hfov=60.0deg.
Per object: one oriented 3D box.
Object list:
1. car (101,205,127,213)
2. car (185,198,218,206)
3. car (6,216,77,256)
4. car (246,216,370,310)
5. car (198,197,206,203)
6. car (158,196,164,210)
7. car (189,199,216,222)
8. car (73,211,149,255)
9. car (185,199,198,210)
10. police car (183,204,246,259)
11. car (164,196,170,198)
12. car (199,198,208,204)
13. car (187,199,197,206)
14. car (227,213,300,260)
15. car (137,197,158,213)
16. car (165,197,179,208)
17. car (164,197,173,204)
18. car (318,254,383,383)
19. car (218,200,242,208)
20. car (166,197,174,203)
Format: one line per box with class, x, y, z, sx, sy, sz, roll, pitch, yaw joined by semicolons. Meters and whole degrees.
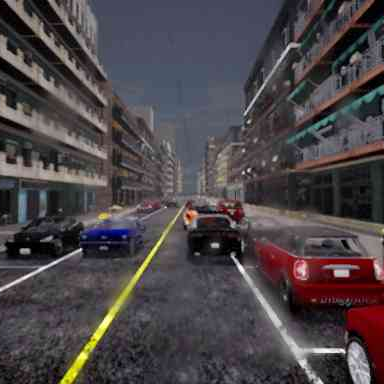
car;-5.711;1.696;24.647;1.752;1.417;4.829;0;0;0
car;0.595;1.515;23.081;2.097;1.767;4.553;0;0;4
car;-5.702;1.661;13.543;1.947;1.339;4.313;0;0;0
car;2.685;1.496;7.913;1.967;1.590;4.097;0;0;0
car;2.612;2.123;86.820;1.887;1.381;4.507;0;0;0
car;-5.731;1.637;47.364;2.192;1.841;5.009;0;0;0
car;0.829;1.553;29.020;2.097;1.767;4.553;0;0;0
car;-3.114;1.699;13.969;1.895;1.301;4.718;0;0;0
car;-0.040;1.811;49.185;1.882;1.535;5.008;0;0;0
police car;0.750;1.516;13.160;1.930;1.638;5.238;0;0;0
car;-5.757;1.821;75.546;2.192;1.841;5.009;0;0;0
car;2.622;2.032;75.718;1.752;1.417;4.829;0;0;0
car;-0.059;2.030;63.623;1.895;1.301;4.718;0;0;0
car;2.680;1.646;13.548;2.008;1.369;4.403;0;0;0
car;-5.727;1.724;41.727;1.967;1.590;4.097;0;0;0
car;-3.113;1.937;55.186;1.994;1.385;4.181;0;0;0
car;-5.763;1.982;81.180;1.967;1.590;4.097;0;0;0
car;2.690;1.562;2.276;1.887;1.381;4.507;0;0;0
car;2.670;1.487;24.823;2.192;1.841;5.009;0;0;0
car;-5.768;2.123;86.817;1.887;1.381;4.507;0;0;0
